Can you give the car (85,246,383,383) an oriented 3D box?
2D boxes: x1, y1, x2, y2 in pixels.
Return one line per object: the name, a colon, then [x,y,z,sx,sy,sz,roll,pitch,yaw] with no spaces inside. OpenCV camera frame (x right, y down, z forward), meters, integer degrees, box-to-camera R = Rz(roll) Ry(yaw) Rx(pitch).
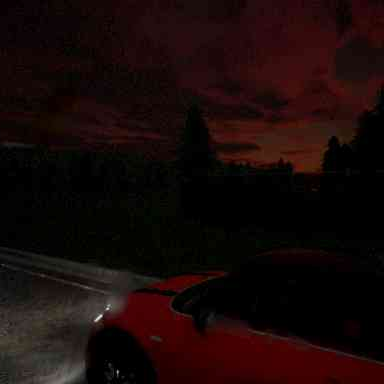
car: [1.024,1.350,3.263,4.553,1.767,2.097,0,0,35]
